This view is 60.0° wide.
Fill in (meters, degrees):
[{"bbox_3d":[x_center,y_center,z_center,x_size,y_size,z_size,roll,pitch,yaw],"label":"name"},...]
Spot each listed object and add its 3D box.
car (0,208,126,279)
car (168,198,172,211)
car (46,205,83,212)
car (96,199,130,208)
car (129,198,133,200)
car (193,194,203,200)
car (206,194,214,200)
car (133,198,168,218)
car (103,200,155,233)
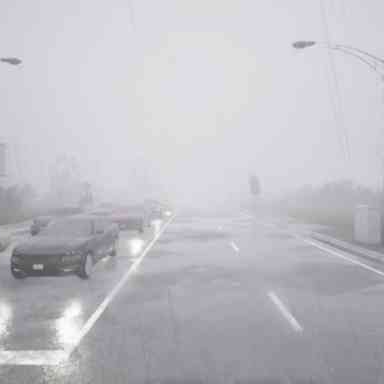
[{"bbox_3d":[-3.593,1.480,10.280,1.882,1.535,5.008,0,0,0],"label":"car"},{"bbox_3d":[-3.520,1.485,41.029,1.882,1.535,5.008,0,0,0],"label":"car"},{"bbox_3d":[-7.090,1.508,18.407,1.837,1.490,4.892,0,0,0],"label":"car"},{"bbox_3d":[-7.068,1.553,28.248,2.033,1.411,5.357,0,0,0],"label":"car"},{"bbox_3d":[-7.037,1.485,38.294,1.882,1.535,5.008,0,0,0],"label":"car"},{"bbox_3d":[1.399,1.550,90.399,2.033,1.411,5.357,0,0,4],"label":"car"},{"bbox_3d":[4.923,1.537,90.611,2.128,1.511,4.902,0,0,4],"label":"car"},{"bbox_3d":[-3.561,1.358,29.660,2.097,1.767,4.553,0,0,0],"label":"car"},{"bbox_3d":[-3.588,1.481,19.859,1.882,1.535,5.008,0,0,0],"label":"car"}]
